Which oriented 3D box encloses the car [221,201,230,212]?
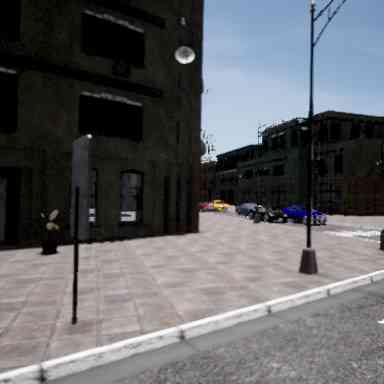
[{"bbox_3d":[3.739,1.946,46.724,1.882,1.535,5.008,2,-1,-16],"label":"car"}]

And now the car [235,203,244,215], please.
[{"bbox_3d":[6.516,1.934,36.791,2.033,1.411,5.357,2,-1,-16],"label":"car"}]

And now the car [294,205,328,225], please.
[{"bbox_3d":[9.140,1.835,27.480,1.812,1.442,4.674,2,-1,-16],"label":"car"}]

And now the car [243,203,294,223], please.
[{"bbox_3d":[6.373,1.821,28.197,1.947,1.339,4.313,2,-1,-16],"label":"car"}]

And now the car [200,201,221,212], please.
[{"bbox_3d":[1.868,1.970,44.208,1.802,1.307,4.206,2,-1,-16],"label":"car"}]
